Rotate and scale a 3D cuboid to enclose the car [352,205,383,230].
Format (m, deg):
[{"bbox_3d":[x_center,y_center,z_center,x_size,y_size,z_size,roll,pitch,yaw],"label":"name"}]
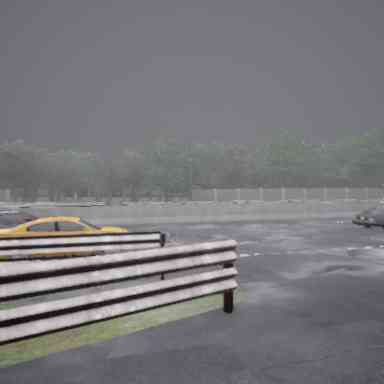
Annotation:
[{"bbox_3d":[12.982,1.689,21.392,5.357,1.411,2.033,0,0,-17],"label":"car"}]

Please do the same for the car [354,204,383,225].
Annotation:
[{"bbox_3d":[15.577,1.698,25.813,5.357,1.411,2.033,0,0,-17],"label":"car"}]

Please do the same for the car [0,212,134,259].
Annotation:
[{"bbox_3d":[-4.691,1.682,12.487,5.008,1.535,1.882,0,0,-17],"label":"car"}]
